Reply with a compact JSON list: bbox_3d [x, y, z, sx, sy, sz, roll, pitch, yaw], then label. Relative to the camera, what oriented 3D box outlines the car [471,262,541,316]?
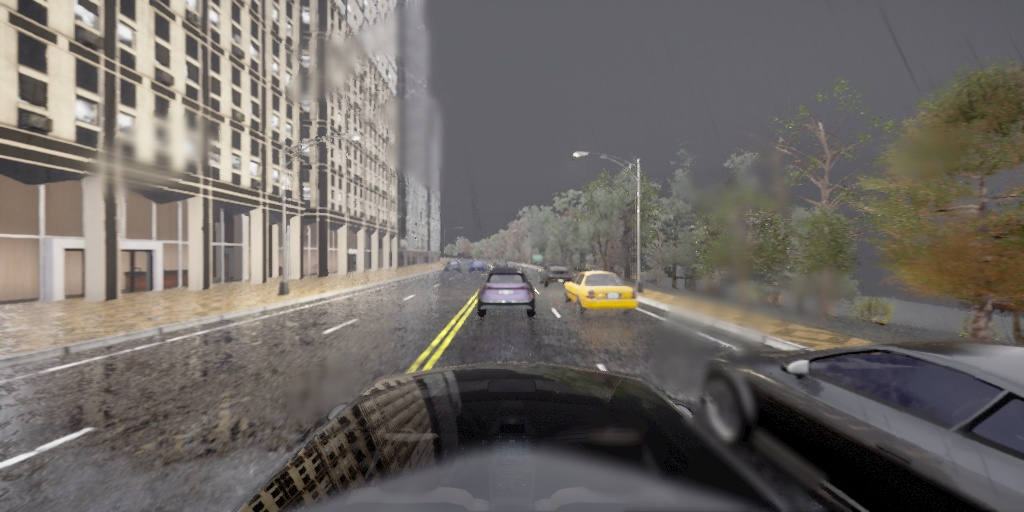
[{"bbox_3d":[-0.197,1.200,13.573,2.033,1.649,4.856,0,0,0],"label":"car"}]

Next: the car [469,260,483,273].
[{"bbox_3d":[-4.324,1.284,44.908,1.882,1.535,5.008,0,0,-2],"label":"car"}]

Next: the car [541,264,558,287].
[{"bbox_3d":[2.953,1.286,24.740,1.837,1.490,4.892,0,0,-1],"label":"car"}]

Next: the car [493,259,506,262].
[{"bbox_3d":[-1.707,1.306,58.969,2.128,1.511,4.902,0,0,-3],"label":"car"}]

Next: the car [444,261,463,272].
[{"bbox_3d":[-7.632,1.336,46.469,1.812,1.442,4.674,0,0,-2],"label":"car"}]

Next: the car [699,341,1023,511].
[{"bbox_3d":[3.253,1.313,2.629,1.994,1.385,4.181,0,0,0],"label":"car"}]

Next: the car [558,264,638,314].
[{"bbox_3d":[3.164,1.223,13.876,1.801,1.575,5.366,0,0,-1],"label":"car"}]
